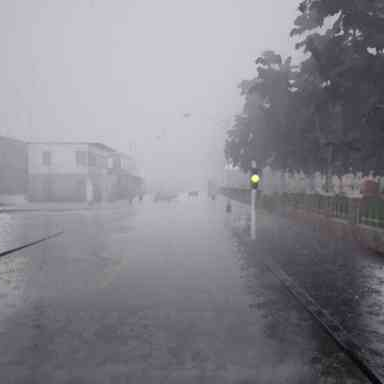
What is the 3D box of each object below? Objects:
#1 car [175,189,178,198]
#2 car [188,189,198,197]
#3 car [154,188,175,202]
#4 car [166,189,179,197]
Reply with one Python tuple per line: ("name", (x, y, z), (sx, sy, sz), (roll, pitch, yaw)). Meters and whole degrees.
("car", (-3.801, 0.205, 54.981), (2.097, 1.767, 4.553), (0, 1, 0))
("car", (0.247, 0.116, 65.292), (1.882, 1.535, 5.008), (0, 1, 0))
("car", (-3.901, 0.408, 45.229), (2.097, 1.767, 4.553), (0, 1, 0))
("car", (-3.748, 0.135, 65.030), (2.128, 1.511, 4.902), (0, 1, 0))
